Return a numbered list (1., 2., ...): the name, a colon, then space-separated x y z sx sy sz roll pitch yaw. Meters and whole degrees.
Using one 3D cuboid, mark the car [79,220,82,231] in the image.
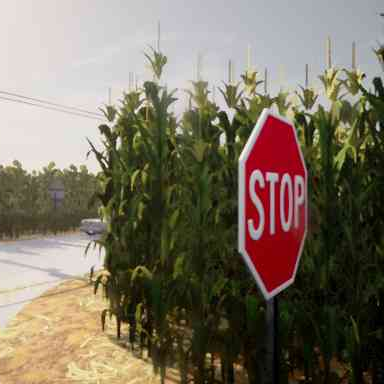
1. car: -3.562 1.590 17.715 1.895 1.301 4.718 0 0 35
